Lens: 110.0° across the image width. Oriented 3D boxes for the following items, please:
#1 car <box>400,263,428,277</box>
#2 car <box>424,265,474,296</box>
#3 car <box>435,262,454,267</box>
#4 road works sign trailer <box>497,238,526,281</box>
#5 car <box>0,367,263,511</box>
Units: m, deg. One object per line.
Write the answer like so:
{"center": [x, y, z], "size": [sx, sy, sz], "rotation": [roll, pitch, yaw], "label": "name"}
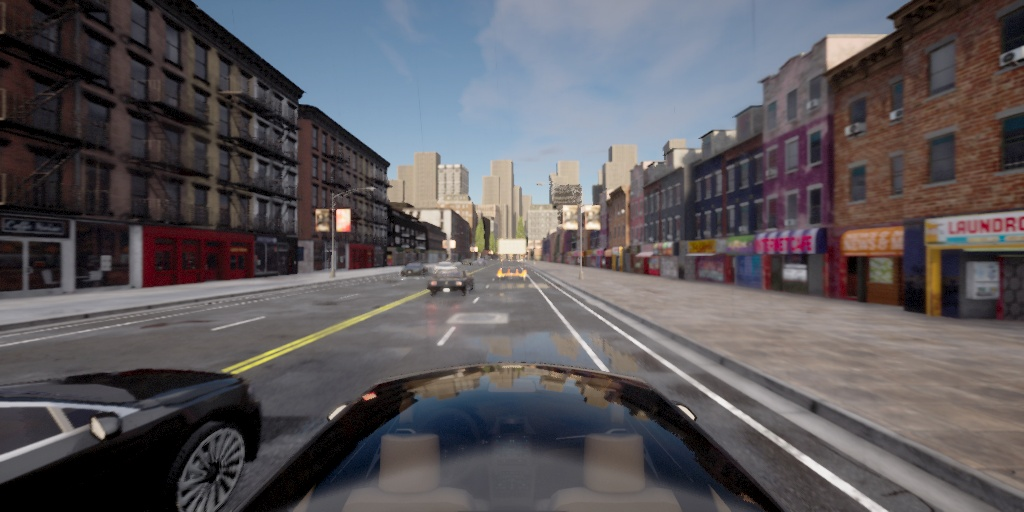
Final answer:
{"center": [-9.840, 1.360, 36.505], "size": [1.994, 1.385, 4.181], "rotation": [0, 0, 0], "label": "car"}
{"center": [-3.152, 1.363, 19.521], "size": [1.895, 1.301, 4.718], "rotation": [0, 0, 0], "label": "car"}
{"center": [-6.592, 1.319, 35.585], "size": [1.812, 1.442, 4.674], "rotation": [0, 0, 0], "label": "car"}
{"center": [0.000, 0.245, 30.234], "size": [2.380, 3.560, 2.880], "rotation": [0, 0, 0], "label": "road works sign trailer"}
{"center": [-3.153, 1.242, 1.239], "size": [2.128, 1.511, 4.902], "rotation": [0, 0, 0], "label": "car"}
